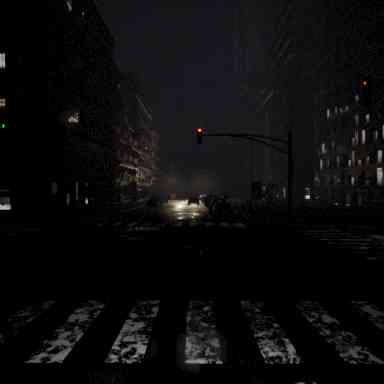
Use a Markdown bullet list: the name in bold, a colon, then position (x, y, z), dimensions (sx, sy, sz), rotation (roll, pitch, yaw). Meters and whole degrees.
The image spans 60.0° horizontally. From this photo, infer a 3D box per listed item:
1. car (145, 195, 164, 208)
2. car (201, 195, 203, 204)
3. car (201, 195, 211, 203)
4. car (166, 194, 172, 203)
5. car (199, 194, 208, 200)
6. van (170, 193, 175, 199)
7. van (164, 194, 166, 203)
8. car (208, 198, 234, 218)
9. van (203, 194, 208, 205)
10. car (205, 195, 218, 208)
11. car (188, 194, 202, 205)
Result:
- **car**: position (-5.554, 1.520, 46.955), dimensions (1.947, 1.339, 4.313), rotation (-1, 0, 0)
- **car**: position (2.811, 1.490, 52.607), dimensions (1.887, 1.381, 4.507), rotation (-1, 0, 0)
- **car**: position (2.870, 1.353, 69.544), dimensions (1.967, 1.590, 4.097), rotation (-1, 0, 0)
- **car**: position (-5.501, 1.470, 63.892), dimensions (1.887, 1.381, 4.507), rotation (-1, 0, 0)
- **car**: position (2.955, 1.313, 86.482), dimensions (1.967, 1.590, 4.097), rotation (-1, 0, 0)
- **van**: position (-5.467, 1.242, 75.186), dimensions (1.690, 1.788, 3.998), rotation (-1, 0, 0)
- **van**: position (-5.540, 1.286, 52.601), dimensions (1.690, 1.788, 3.998), rotation (-1, 0, 0)
- **car**: position (2.739, 1.522, 30.024), dimensions (1.887, 1.381, 4.507), rotation (-1, 0, 0)
- **van**: position (2.790, 1.295, 46.961), dimensions (1.690, 1.788, 3.998), rotation (-1, 0, 0)
- **car**: position (2.756, 1.410, 35.670), dimensions (1.967, 1.590, 4.097), rotation (-1, 0, 0)
- **car**: position (0.284, 1.427, 58.217), dimensions (2.128, 1.511, 4.902), rotation (0, 0, 0)
